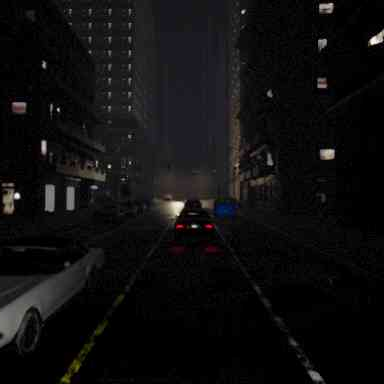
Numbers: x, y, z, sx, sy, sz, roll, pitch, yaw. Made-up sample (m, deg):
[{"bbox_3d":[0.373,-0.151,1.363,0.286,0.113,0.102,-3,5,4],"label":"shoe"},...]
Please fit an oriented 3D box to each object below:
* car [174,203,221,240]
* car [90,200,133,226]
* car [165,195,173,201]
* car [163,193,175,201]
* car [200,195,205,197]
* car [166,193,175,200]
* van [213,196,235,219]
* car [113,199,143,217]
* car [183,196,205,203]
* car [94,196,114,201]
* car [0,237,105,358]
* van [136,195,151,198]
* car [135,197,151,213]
[{"bbox_3d":[0.098,1.513,16.660,2.033,1.411,5.357,0,0,0],"label":"car"},{"bbox_3d":[-5.645,1.504,22.868,2.008,1.369,4.403,1,0,0],"label":"car"},{"bbox_3d":[-5.686,1.409,83.131,1.802,1.307,4.206,1,0,0],"label":"car"},{"bbox_3d":[-5.682,1.279,77.556,1.967,1.590,4.097,1,0,0],"label":"car"},{"bbox_3d":[2.693,1.397,88.769,1.802,1.307,4.206,1,0,0],"label":"car"},{"bbox_3d":[-5.681,1.131,88.706,2.192,1.841,5.009,1,0,0],"label":"car"},{"bbox_3d":[2.705,1.282,28.462,1.690,1.788,3.998,1,0,0],"label":"van"},{"bbox_3d":[-5.646,1.524,28.409,1.802,1.307,4.206,1,0,0],"label":"car"},{"bbox_3d":[0.096,1.433,34.570,1.837,1.490,4.892,0,0,0],"label":"car"},{"bbox_3d":[-16.498,1.370,62.135,4.097,1.590,1.967,0,-1,0],"label":"car"},{"bbox_3d":[-3.101,1.588,6.086,1.895,1.301,4.718,0,0,0],"label":"car"},{"bbox_3d":[-5.813,1.260,39.490,1.690,1.788,3.998,1,0,0],"label":"van"},{"bbox_3d":[-5.647,1.496,33.949,1.947,1.339,4.313,1,0,0],"label":"car"}]
